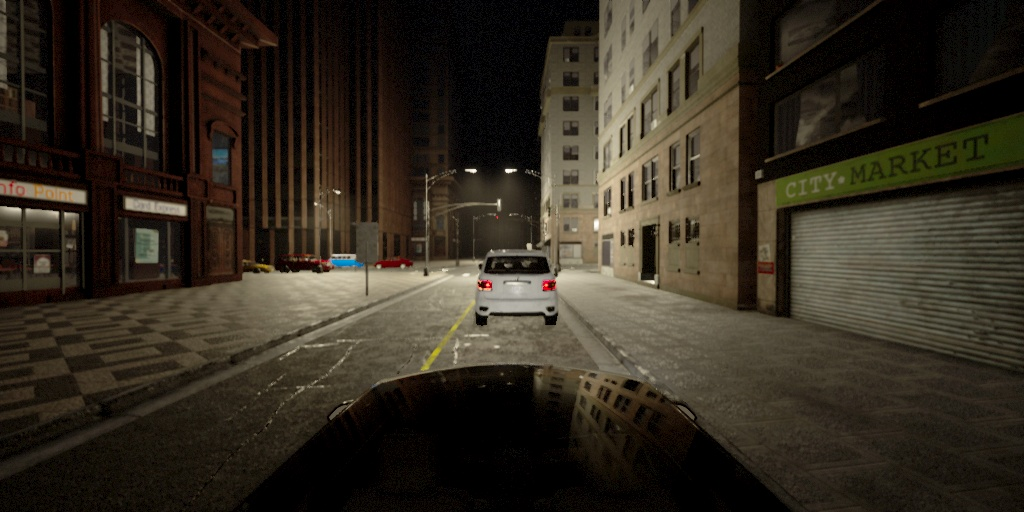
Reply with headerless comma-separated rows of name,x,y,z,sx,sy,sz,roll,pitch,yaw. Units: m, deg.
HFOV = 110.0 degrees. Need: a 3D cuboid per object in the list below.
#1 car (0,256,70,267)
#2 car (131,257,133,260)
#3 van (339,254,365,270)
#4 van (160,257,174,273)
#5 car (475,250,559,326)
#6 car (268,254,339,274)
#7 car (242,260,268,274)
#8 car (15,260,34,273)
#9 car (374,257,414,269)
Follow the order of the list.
car,-49.718,1.031,36.728,5.566,2.045,2.150,-1,1,0
car,-47.725,0.994,42.589,5.009,1.841,2.192,0,0,0
van,-19.606,0.682,42.486,3.998,1.789,1.690,0,0,0
van,-30.875,0.914,34.002,3.998,1.789,1.690,0,0,0
car,0.101,0.821,11.117,2.150,2.045,5.566,0,1,0
car,-19.626,0.752,33.961,5.009,1.841,2.192,0,0,0
car,-25.081,1.031,33.981,4.829,1.417,1.751,0,0,0
car,-47.747,1.327,34.063,4.403,1.370,2.007,0,0,0
car,-13.982,0.819,42.466,4.507,1.381,1.888,0,0,0
